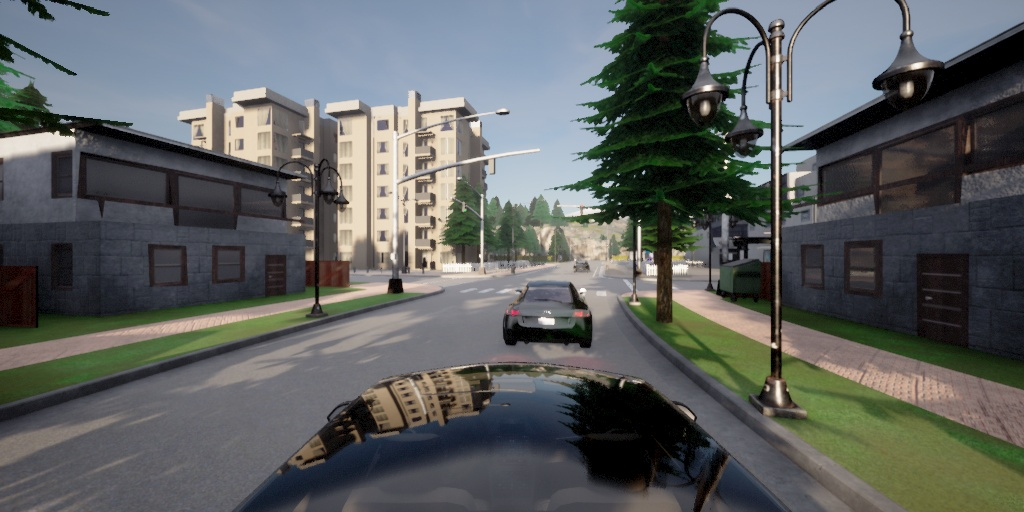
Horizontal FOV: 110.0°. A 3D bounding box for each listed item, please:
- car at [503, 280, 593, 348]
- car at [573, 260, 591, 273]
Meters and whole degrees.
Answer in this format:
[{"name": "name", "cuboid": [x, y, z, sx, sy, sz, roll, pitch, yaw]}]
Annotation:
[{"name": "car", "cuboid": [0.997, 1.312, 9.335, 1.994, 1.385, 4.181, 0, 0, 8]}, {"name": "car", "cuboid": [8.746, 1.264, 44.880, 2.128, 1.511, 4.902, 0, 0, 14]}]
